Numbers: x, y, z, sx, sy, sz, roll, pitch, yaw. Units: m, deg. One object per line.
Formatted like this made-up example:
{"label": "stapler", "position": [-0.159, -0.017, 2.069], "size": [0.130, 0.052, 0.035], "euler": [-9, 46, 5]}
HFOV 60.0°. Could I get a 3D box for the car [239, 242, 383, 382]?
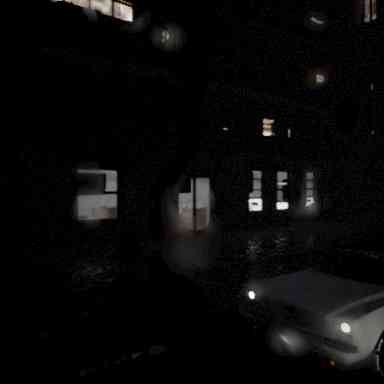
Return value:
{"label": "car", "position": [3.040, 1.598, 5.544], "size": [4.718, 1.301, 1.895], "euler": [0, 0, -35]}
